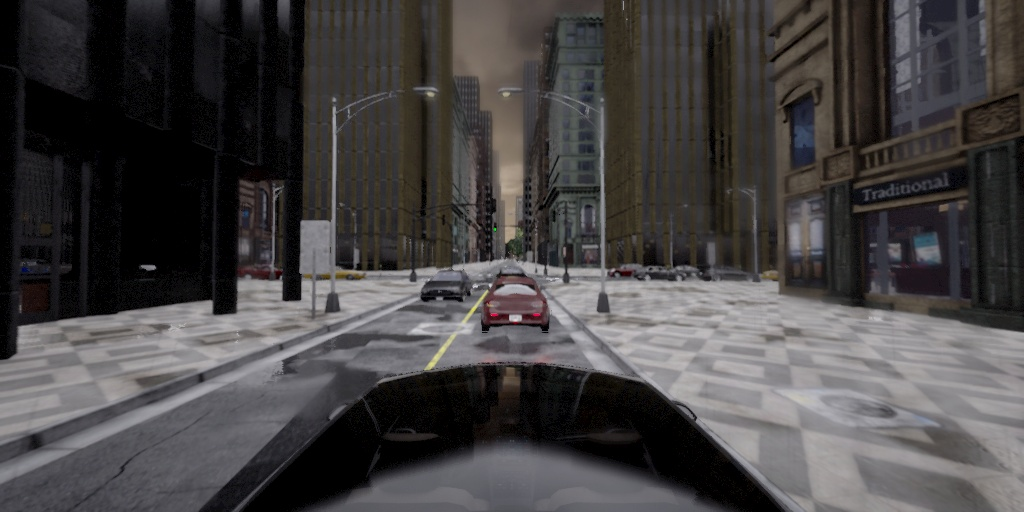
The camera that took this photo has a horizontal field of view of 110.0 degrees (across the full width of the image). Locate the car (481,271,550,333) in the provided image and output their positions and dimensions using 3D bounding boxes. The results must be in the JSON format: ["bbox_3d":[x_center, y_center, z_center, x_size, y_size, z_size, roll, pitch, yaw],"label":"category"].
[{"bbox_3d":[0.089,1.345,10.971,1.812,1.442,4.674,0,0,0],"label":"car"}]

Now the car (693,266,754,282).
[{"bbox_3d":[17.979,1.535,30.100,4.313,1.339,1.948,0,0,0],"label":"car"}]

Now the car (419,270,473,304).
[{"bbox_3d":[-3.013,1.418,17.582,2.033,1.411,5.357,0,0,0],"label":"car"}]

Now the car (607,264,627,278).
[{"bbox_3d":[12.305,1.580,38.601,4.097,1.591,1.967,0,0,0],"label":"car"}]

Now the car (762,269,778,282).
[{"bbox_3d":[23.816,1.520,30.123,4.829,1.417,1.751,0,0,0],"label":"car"}]

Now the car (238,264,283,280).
[{"bbox_3d":[-20.080,1.400,29.949,4.507,1.381,1.888,0,0,0],"label":"car"}]

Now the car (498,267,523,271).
[{"bbox_3d":[-0.142,1.394,21.882,2.128,1.511,4.902,0,0,-4],"label":"car"}]

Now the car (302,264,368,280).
[{"bbox_3d":[-14.610,1.392,29.971,4.829,1.417,1.751,0,0,0],"label":"car"}]

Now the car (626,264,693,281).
[{"bbox_3d":[12.309,1.499,30.077,4.403,1.370,2.007,0,0,0],"label":"car"}]

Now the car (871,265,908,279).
[{"bbox_3d":[40.647,1.722,38.712,4.097,1.591,1.967,0,0,0],"label":"car"}]

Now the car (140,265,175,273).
[{"bbox_3d":[-30.680,1.400,29.906,4.313,1.339,1.948,0,0,0],"label":"car"}]

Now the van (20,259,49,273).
[{"bbox_3d":[-41.281,1.160,29.864,3.998,1.789,1.690,0,0,0],"label":"van"}]
